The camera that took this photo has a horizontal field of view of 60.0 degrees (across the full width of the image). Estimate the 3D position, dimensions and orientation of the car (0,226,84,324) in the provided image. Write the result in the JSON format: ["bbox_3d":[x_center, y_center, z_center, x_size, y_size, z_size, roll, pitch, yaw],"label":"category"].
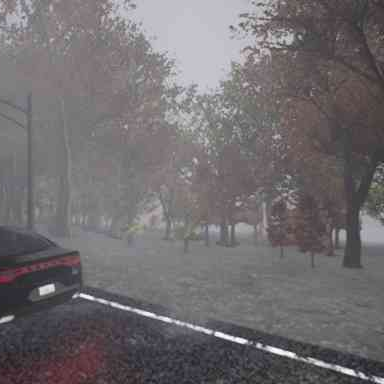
[{"bbox_3d":[-4.294,1.448,6.714,5.008,1.535,1.882,-2,2,36],"label":"car"}]
